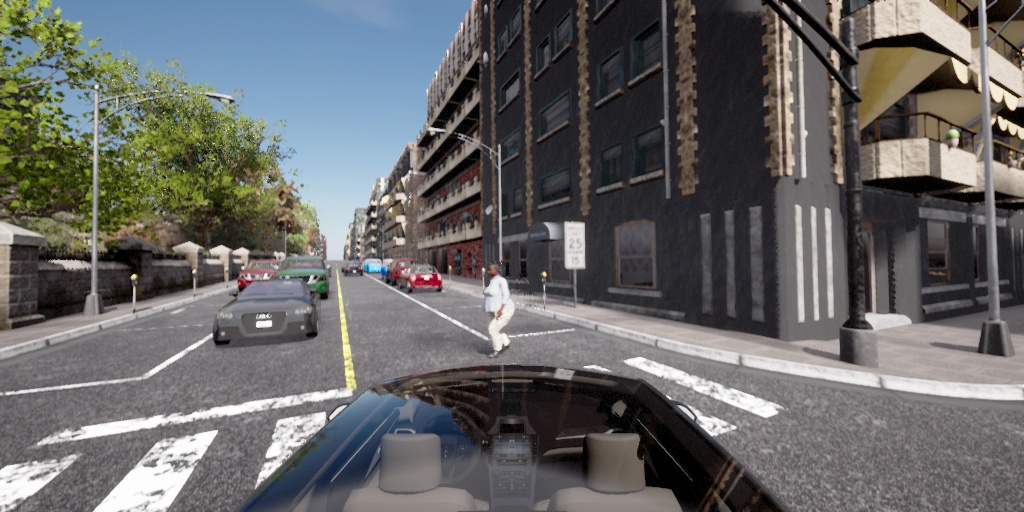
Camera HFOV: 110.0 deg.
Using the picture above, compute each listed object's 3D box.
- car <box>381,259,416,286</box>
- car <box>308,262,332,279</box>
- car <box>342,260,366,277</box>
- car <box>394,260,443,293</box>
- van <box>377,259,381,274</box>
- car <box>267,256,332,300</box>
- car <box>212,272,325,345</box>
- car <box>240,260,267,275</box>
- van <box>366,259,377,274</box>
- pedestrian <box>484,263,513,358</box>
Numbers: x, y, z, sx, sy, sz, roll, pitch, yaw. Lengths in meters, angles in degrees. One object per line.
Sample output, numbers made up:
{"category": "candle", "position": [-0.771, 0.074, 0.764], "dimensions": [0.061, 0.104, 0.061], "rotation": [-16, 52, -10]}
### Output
{"category": "car", "position": [-7.914, 1.143, 26.068], "dimensions": [2.192, 1.841, 5.009], "rotation": [0, 0, -26]}
{"category": "car", "position": [-19.193, 1.404, 35.993], "dimensions": [1.882, 1.535, 5.008], "rotation": [0, 0, -26]}
{"category": "car", "position": [-17.359, 1.460, 39.291], "dimensions": [1.812, 1.442, 4.674], "rotation": [0, 0, -26]}
{"category": "car", "position": [-5.476, 1.234, 21.112], "dimensions": [1.967, 1.591, 4.097], "rotation": [0, 0, -26]}
{"category": "van", "position": [-10.351, 1.204, 31.024], "dimensions": [1.690, 1.789, 3.998], "rotation": [0, 0, -26]}
{"category": "car", "position": [-10.339, 1.021, 17.875], "dimensions": [2.150, 2.045, 5.566], "rotation": [0, 0, -26]}
{"category": "car", "position": [-6.243, 1.306, 9.549], "dimensions": [1.994, 1.385, 4.181], "rotation": [0, 0, -26]}
{"category": "car", "position": [-15.434, 1.159, 22.369], "dimensions": [2.192, 1.841, 5.009], "rotation": [0, 0, -26]}
{"category": "van", "position": [-17.665, 1.308, 45.894], "dimensions": [1.690, 1.789, 3.998], "rotation": [0, 0, -26]}
{"category": "pedestrian", "position": [-0.278, 0.996, 6.870], "dimensions": [0.375, 1.860, 0.375], "rotation": [1, -2, -26]}
